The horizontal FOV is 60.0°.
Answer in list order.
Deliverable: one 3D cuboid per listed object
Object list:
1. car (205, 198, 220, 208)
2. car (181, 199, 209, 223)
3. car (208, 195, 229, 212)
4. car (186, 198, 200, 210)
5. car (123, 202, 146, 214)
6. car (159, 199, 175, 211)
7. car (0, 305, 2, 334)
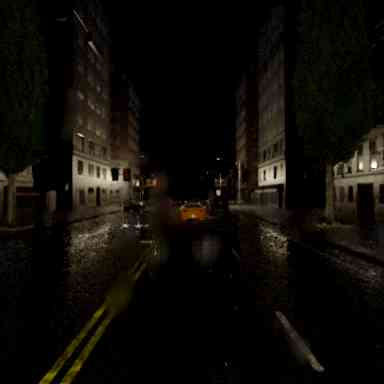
[{"bbox_3d":[3.260,1.743,53.811,2.128,1.511,4.902,0,0,0],"label":"car"},{"bbox_3d":[0.104,1.606,26.925,1.882,1.535,5.008,0,0,0],"label":"car"},{"bbox_3d":[3.355,1.421,41.726,2.150,2.045,5.566,0,0,0],"label":"car"},{"bbox_3d":[0.109,1.707,48.882,1.882,1.535,5.008,0,0,0],"label":"car"},{"bbox_3d":[-6.591,1.782,38.315,1.895,1.301,4.718,0,0,0],"label":"car"},{"bbox_3d":[-3.328,1.686,44.270,1.882,1.535,5.008,0,0,0],"label":"car"},{"bbox_3d":[-3.351,1.488,2.162,1.882,1.535,5.008,0,0,0],"label":"car"}]
